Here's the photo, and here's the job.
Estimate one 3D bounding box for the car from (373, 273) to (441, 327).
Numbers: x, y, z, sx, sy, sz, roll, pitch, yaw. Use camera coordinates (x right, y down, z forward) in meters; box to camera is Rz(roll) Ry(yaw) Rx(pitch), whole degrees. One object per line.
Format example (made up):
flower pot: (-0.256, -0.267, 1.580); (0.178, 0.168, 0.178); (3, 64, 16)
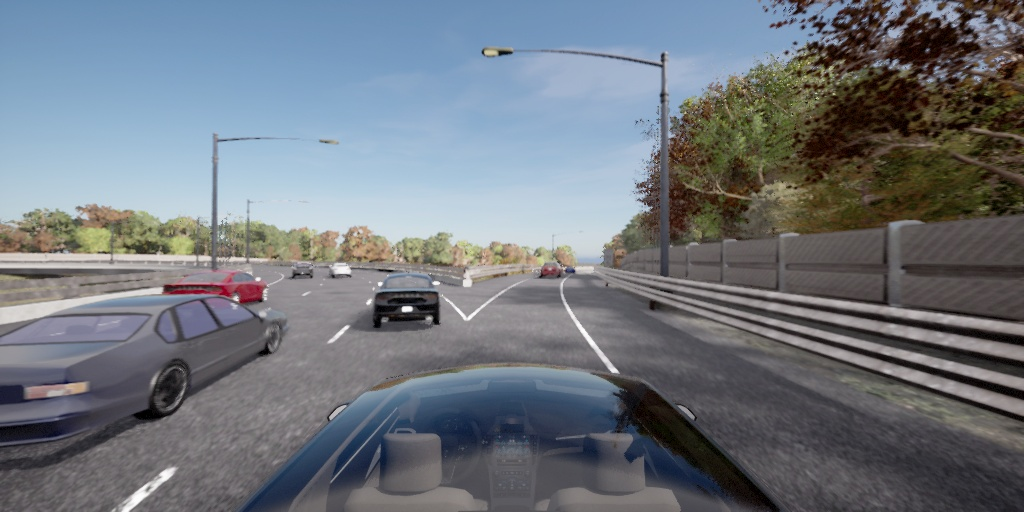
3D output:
car: (-3.467, 1.299, 12.065); (1.882, 1.535, 5.008); (0, -1, -15)

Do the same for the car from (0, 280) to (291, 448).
car: (-5.427, 1.311, 5.615); (2.033, 1.411, 5.357); (0, 0, -13)

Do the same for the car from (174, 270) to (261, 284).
car: (-11.353, 1.291, 14.131); (1.882, 1.535, 5.008); (0, -1, -17)

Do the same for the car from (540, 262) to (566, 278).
car: (4.376, 1.418, 39.194); (2.097, 1.767, 4.553); (0, -1, 12)

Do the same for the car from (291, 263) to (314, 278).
car: (-21.601, 1.455, 37.026); (2.128, 1.511, 4.902); (1, -1, -31)

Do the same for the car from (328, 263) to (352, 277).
car: (-18.611, 1.513, 38.812); (1.812, 1.442, 4.674); (1, -1, -31)
